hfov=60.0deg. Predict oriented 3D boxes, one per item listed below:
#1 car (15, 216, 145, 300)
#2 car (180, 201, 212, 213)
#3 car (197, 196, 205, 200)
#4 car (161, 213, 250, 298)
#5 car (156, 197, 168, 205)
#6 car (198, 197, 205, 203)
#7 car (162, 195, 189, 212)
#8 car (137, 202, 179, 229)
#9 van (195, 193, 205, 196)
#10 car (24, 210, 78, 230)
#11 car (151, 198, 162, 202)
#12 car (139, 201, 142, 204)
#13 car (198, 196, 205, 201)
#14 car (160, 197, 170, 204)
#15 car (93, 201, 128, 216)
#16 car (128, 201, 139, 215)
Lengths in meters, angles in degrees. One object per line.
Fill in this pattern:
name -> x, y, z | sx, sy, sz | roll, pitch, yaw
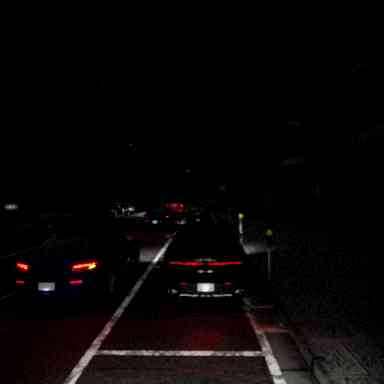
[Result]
car -> -2.594, 1.574, 8.416 | 1.812, 1.442, 4.674 | 0, 0, 2
car -> 0.458, 1.623, 23.998 | 2.008, 1.369, 4.403 | -1, 0, 2
car -> 0.822, 1.544, 35.030 | 1.967, 1.590, 4.097 | -1, 0, 2
car -> 0.332, 1.529, 8.581 | 1.837, 1.490, 4.892 | 0, 0, 2
car -> -6.122, 1.814, 67.868 | 2.008, 1.369, 4.403 | -1, 0, 2
car -> 2.274, 1.810, 78.968 | 1.802, 1.307, 4.206 | 0, 0, 2
car -> -1.760, 1.484, 36.836 | 2.097, 1.767, 4.553 | 0, 0, 2
car -> -2.135, 1.614, 22.189 | 1.812, 1.442, 4.674 | 0, 0, 2
van -> 1.897, 1.537, 67.613 | 1.690, 1.788, 3.998 | -1, 0, 2
car -> -7.744, 1.706, 18.740 | 1.802, 1.307, 4.206 | -1, 0, 2
car -> -4.352, 1.662, 42.259 | 2.128, 1.511, 4.902 | 0, 0, 2
car -> -7.016, 1.738, 40.801 | 2.008, 1.369, 4.403 | -1, 0, 2
car -> 2.649, 1.838, 90.325 | 1.802, 1.307, 4.206 | 0, 0, 2
car -> -5.935, 1.824, 73.547 | 1.887, 1.381, 4.507 | -1, 0, 2
car -> -7.381, 1.595, 29.772 | 1.967, 1.590, 4.097 | -1, 0, 2
car -> -7.204, 1.696, 35.116 | 1.752, 1.417, 4.829 | -1, 0, 2
